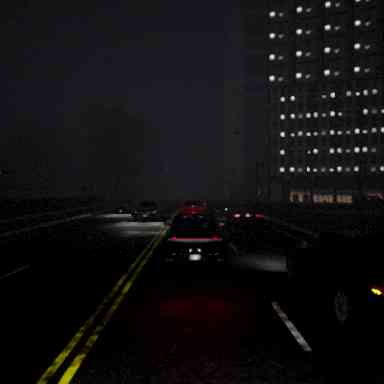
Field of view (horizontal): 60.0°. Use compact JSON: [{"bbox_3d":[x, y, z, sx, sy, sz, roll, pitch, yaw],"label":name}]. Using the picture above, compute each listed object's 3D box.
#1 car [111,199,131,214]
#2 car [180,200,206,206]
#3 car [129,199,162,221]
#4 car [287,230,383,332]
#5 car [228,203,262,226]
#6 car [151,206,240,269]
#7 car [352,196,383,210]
[{"bbox_3d":[-6.554,1.371,33.271,2.033,1.411,5.357,0,0,0],"label":"car"},{"bbox_3d":[0.090,1.335,26.323,1.882,1.535,5.008,0,0,0],"label":"car"},{"bbox_3d":[-3.333,1.386,25.729,1.812,1.442,4.674,0,0,0],"label":"car"},{"bbox_3d":[3.317,1.487,6.618,1.812,1.442,4.674,0,1,0],"label":"car"},{"bbox_3d":[3.325,1.426,22.200,2.033,1.411,5.357,0,0,0],"label":"car"},{"bbox_3d":[0.087,1.429,10.840,2.128,1.511,4.902,0,0,0],"label":"car"},{"bbox_3d":[23.025,1.428,42.266,5.009,1.841,2.192,1,2,20],"label":"car"}]
